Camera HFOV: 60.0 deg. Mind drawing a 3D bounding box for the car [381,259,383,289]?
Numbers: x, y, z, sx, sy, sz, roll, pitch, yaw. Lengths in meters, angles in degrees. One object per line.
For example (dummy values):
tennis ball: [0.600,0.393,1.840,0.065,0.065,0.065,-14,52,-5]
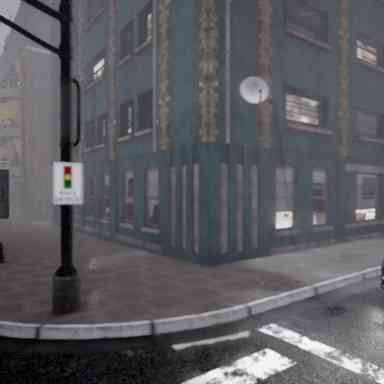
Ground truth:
car: [6.072,1.419,7.403,4.902,1.511,2.128,-1,0,-36]
